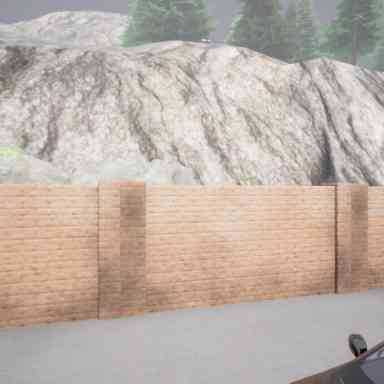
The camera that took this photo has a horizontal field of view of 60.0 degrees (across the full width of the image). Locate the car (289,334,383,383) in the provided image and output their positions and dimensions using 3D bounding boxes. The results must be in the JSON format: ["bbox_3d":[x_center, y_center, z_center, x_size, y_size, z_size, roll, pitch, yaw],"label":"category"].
[{"bbox_3d":[2.235,1.492,1.870,4.902,1.511,2.128,0,0,-18],"label":"car"}]
